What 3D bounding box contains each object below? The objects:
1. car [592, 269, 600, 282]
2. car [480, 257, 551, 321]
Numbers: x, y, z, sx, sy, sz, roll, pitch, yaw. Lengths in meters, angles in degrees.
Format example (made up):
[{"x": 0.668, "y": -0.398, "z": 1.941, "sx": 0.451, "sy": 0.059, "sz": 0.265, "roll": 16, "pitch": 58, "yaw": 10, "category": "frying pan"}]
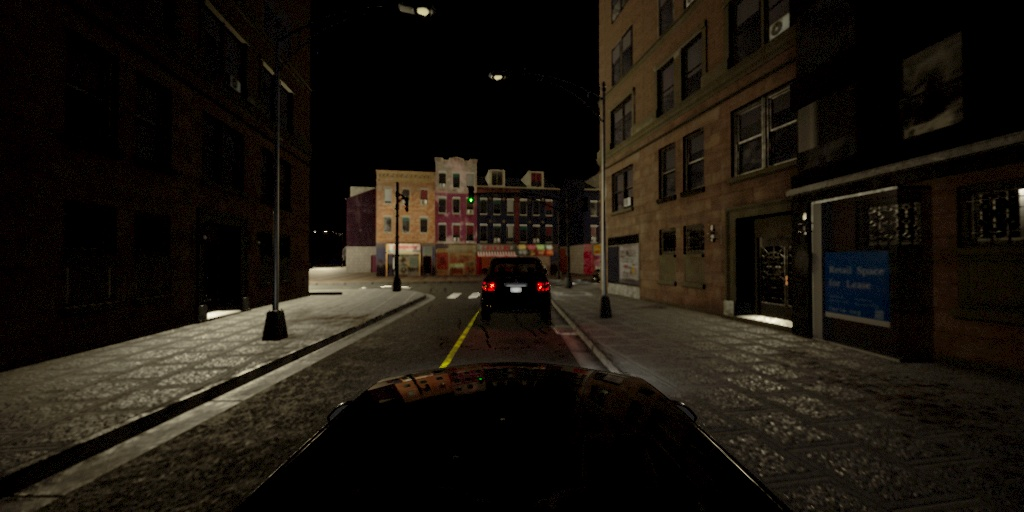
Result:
[{"x": 8.892, "y": 1.266, "z": 29.487, "sx": 4.553, "sy": 1.767, "sz": 2.097, "roll": 0, "pitch": -1, "yaw": -10, "category": "car"}, {"x": 0.085, "y": 1.047, "z": 12.860, "sx": 2.150, "sy": 2.045, "sz": 5.566, "roll": 0, "pitch": 0, "yaw": -1, "category": "car"}]
